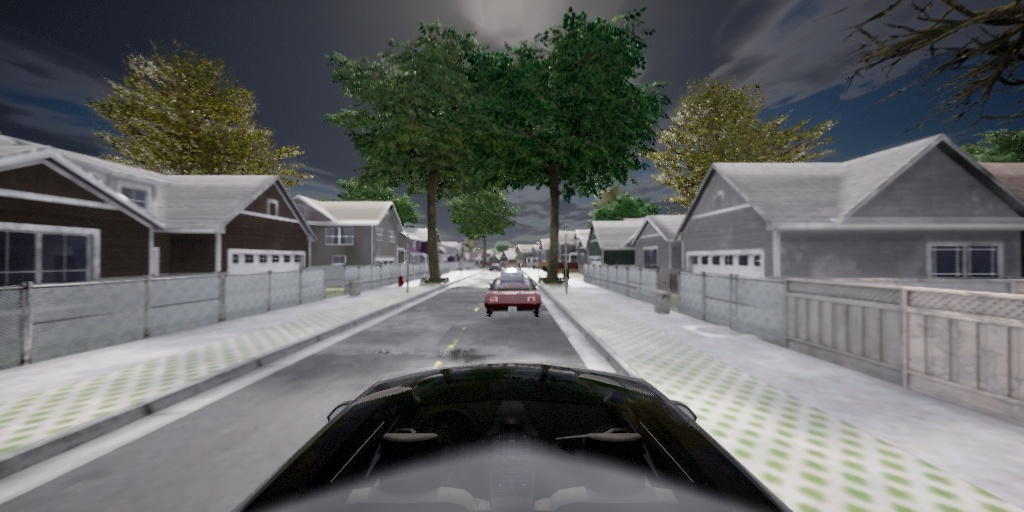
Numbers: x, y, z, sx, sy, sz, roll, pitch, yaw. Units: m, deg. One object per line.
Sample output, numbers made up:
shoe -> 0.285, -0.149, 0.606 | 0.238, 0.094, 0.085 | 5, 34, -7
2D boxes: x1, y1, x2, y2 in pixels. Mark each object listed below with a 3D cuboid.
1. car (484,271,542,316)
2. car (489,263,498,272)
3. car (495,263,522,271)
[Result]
car -> 0.040, 1.425, 13.711 | 1.895, 1.301, 4.718 | 0, 0, 0
car -> -2.781, 1.890, 60.531 | 2.033, 1.411, 5.357 | 0, -1, 1
car -> 0.027, 1.483, 27.190 | 2.033, 1.411, 5.357 | 0, -1, 0
